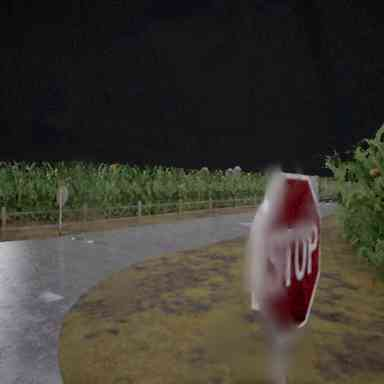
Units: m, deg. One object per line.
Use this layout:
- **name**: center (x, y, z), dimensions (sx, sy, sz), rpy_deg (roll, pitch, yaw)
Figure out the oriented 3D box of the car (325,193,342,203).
- **car**: center (20.098, 0.794, 46.186), dimensions (2.033, 1.411, 5.357), rpy_deg (1, 2, 38)
